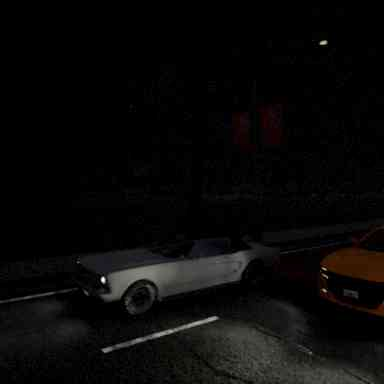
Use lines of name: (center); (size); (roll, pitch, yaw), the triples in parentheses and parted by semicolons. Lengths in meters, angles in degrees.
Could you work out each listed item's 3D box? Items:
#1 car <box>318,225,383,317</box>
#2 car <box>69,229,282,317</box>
car: (4.702, 1.422, 7.052); (5.008, 1.535, 1.882); (0, 0, -36)
car: (-0.194, 1.571, 7.546); (4.718, 1.301, 1.895); (0, 0, -36)
